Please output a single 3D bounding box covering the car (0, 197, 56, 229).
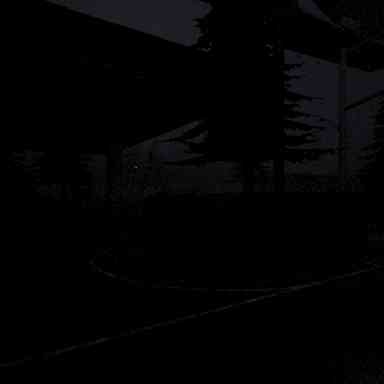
[{"bbox_3d":[-11.854,1.313,23.546,3.866,1.878,1.905,0,0,-36],"label":"car"}]
